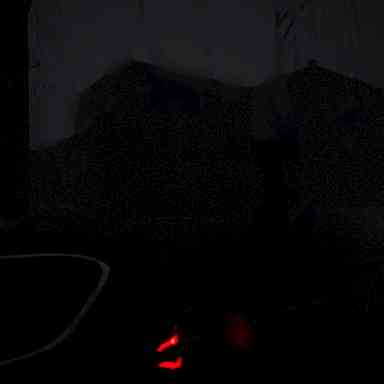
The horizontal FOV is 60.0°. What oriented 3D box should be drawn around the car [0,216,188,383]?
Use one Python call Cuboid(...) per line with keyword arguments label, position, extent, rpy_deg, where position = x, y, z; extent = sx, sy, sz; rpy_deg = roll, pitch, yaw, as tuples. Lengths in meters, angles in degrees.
Cuboid(label="car", position=(-2.612, 1.212, 1.516), extent=(5.566, 2.045, 2.150), rpy_deg=(0, 0, -35))
